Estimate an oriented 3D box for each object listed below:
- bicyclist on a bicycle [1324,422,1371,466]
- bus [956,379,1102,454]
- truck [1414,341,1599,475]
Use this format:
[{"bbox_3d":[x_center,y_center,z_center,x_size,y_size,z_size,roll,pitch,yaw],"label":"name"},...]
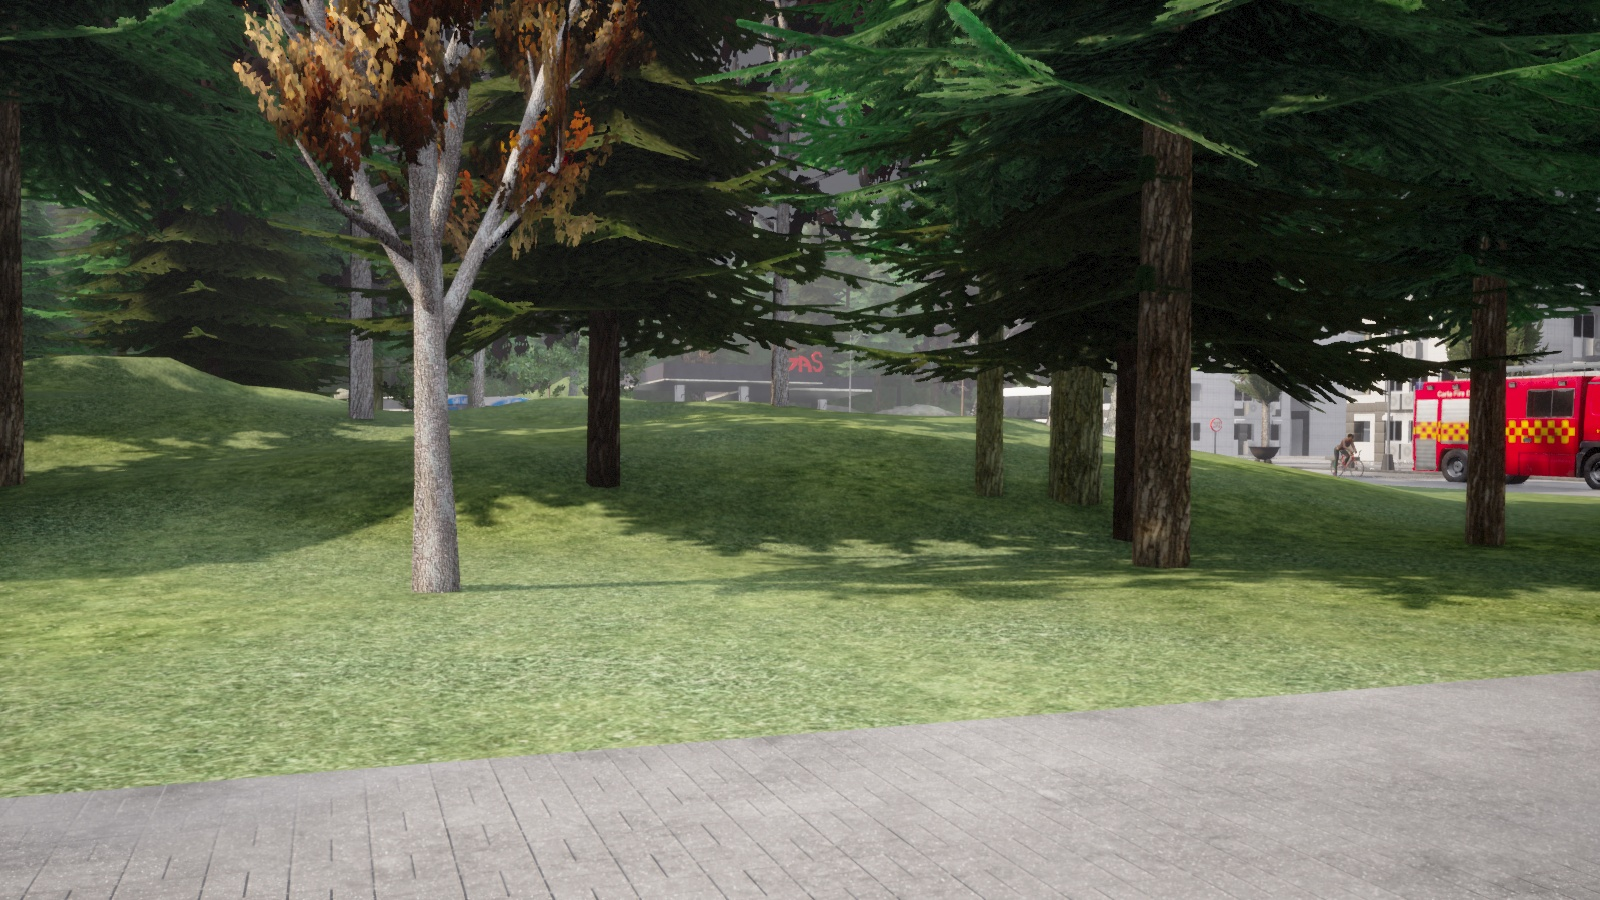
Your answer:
[{"bbox_3d":[20.321,-0.227,46.636,0.582,1.620,1.656,-1,1,-20],"label":"bicyclist on a bicycle"},{"bbox_3d":[13.620,-1.963,76.066,3.944,4.253,10.273,-1,1,-21],"label":"bus"},{"bbox_3d":[23.339,-1.245,38.456,2.891,3.827,8.468,-1,1,-20],"label":"truck"}]
